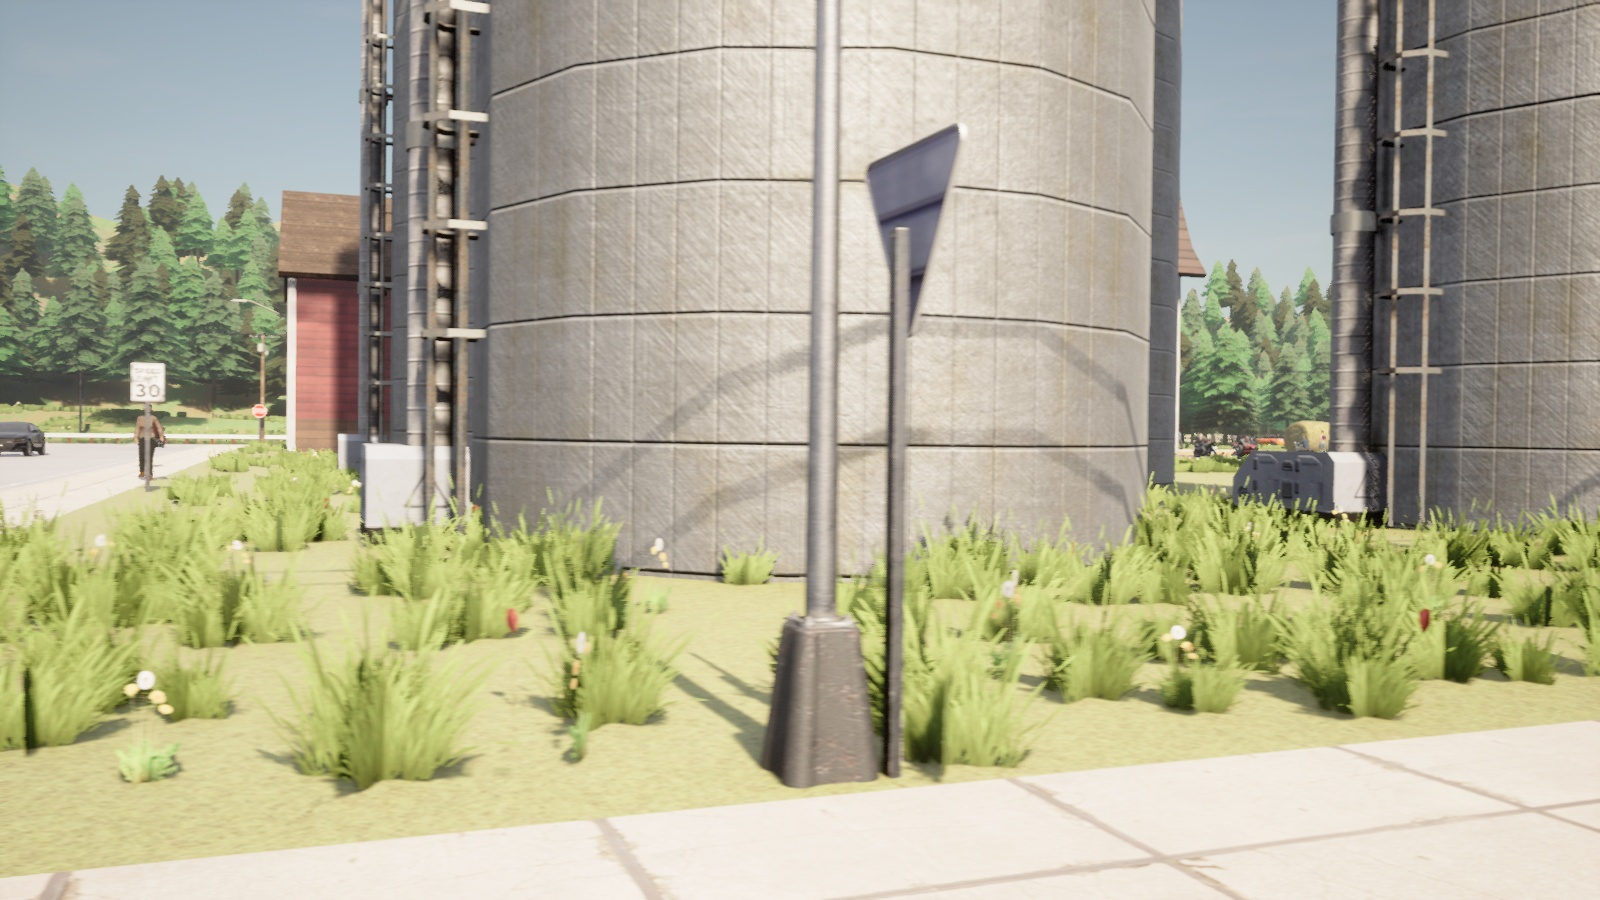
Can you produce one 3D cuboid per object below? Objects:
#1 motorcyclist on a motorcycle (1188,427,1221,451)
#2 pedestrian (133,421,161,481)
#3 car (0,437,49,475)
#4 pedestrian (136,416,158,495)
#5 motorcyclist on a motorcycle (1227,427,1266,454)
[{"bbox_3d":[26.367,-0.693,81.847,0.866,1.530,2.191,-1,1,-22],"label":"motorcyclist on a motorcycle"},{"bbox_3d":[-20.315,0.028,39.065,0.634,1.844,0.899,-1,1,-20],"label":"pedestrian"},{"bbox_3d":[-34.340,0.229,54.828,1.882,1.535,5.008,-1,1,-22],"label":"car"},{"bbox_3d":[-15.517,0.128,29.853,0.331,1.846,0.634,-1,1,-16],"label":"pedestrian"},{"bbox_3d":[26.026,-0.559,73.247,0.866,1.530,2.191,-1,1,-22],"label":"motorcyclist on a motorcycle"}]
